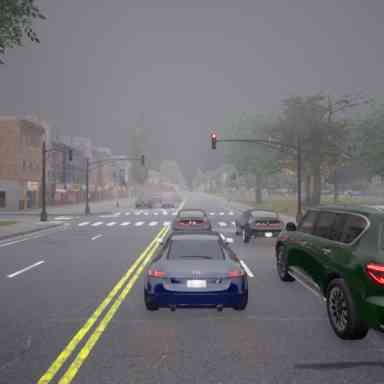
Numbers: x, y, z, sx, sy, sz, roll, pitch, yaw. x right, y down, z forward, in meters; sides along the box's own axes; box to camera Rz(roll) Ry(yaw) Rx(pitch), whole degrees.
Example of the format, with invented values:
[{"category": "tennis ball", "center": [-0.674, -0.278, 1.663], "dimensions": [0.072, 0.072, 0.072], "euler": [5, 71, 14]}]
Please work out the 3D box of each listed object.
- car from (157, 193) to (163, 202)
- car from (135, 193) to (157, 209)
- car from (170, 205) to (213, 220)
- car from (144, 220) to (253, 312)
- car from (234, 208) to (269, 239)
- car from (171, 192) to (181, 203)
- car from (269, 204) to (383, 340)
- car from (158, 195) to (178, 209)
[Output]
[{"category": "car", "center": [-6.656, 1.163, 64.462], "dimensions": [2.150, 2.045, 5.566], "euler": [0, 1, 0]}, {"category": "car", "center": [-6.684, 1.309, 47.404], "dimensions": [2.150, 2.045, 5.566], "euler": [0, 0, 0]}, {"category": "car", "center": [0.010, 1.580, 16.711], "dimensions": [1.837, 1.490, 4.892], "euler": [0, 0, 1]}, {"category": "car", "center": [0.066, 1.582, 7.824], "dimensions": [1.994, 1.385, 4.181], "euler": [0, 0, 0]}, {"category": "car", "center": [3.263, 1.579, 16.539], "dimensions": [1.837, 1.490, 4.892], "euler": [0, 0, 0]}, {"category": "car", "center": [-3.380, 1.125, 68.928], "dimensions": [2.150, 2.045, 5.566], "euler": [0, 0, 0]}, {"category": "car", "center": [3.314, 1.234, 6.677], "dimensions": [2.150, 2.045, 5.566], "euler": [0, 0, 0]}, {"category": "car", "center": [-3.433, 1.590, 47.771], "dimensions": [1.837, 1.490, 4.892], "euler": [0, 1, 0]}]
